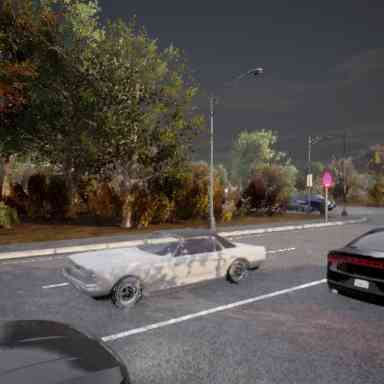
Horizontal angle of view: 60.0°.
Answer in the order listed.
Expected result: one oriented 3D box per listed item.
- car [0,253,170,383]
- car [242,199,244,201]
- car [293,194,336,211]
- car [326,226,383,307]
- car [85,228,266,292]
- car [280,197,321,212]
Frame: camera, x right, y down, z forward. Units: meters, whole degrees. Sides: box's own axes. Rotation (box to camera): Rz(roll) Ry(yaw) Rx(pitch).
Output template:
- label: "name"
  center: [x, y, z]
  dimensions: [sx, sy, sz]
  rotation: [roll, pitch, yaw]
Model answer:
- label: "car"
  center: [-2.704, 1.505, 1.809]
  dimensions: [4.892, 1.490, 1.837]
  rotation: [0, 0, -36]
- label: "car"
  center: [7.591, 1.515, 45.319]
  dimensions: [1.812, 1.442, 4.674]
  rotation: [0, 0, -32]
- label: "car"
  center: [14.720, 1.214, 40.663]
  dimensions: [2.150, 2.045, 5.566]
  rotation: [0, 0, -31]
- label: "car"
  center: [5.022, 1.476, 7.348]
  dimensions: [5.008, 1.535, 1.882]
  rotation: [0, 0, -36]
- label: "car"
  center: [-0.492, 1.600, 7.951]
  dimensions: [4.718, 1.301, 1.895]
  rotation: [0, 0, -36]
- label: "car"
  center: [12.118, 1.557, 38.193]
  dimensions: [1.994, 1.385, 4.181]
  rotation: [0, 0, -32]
